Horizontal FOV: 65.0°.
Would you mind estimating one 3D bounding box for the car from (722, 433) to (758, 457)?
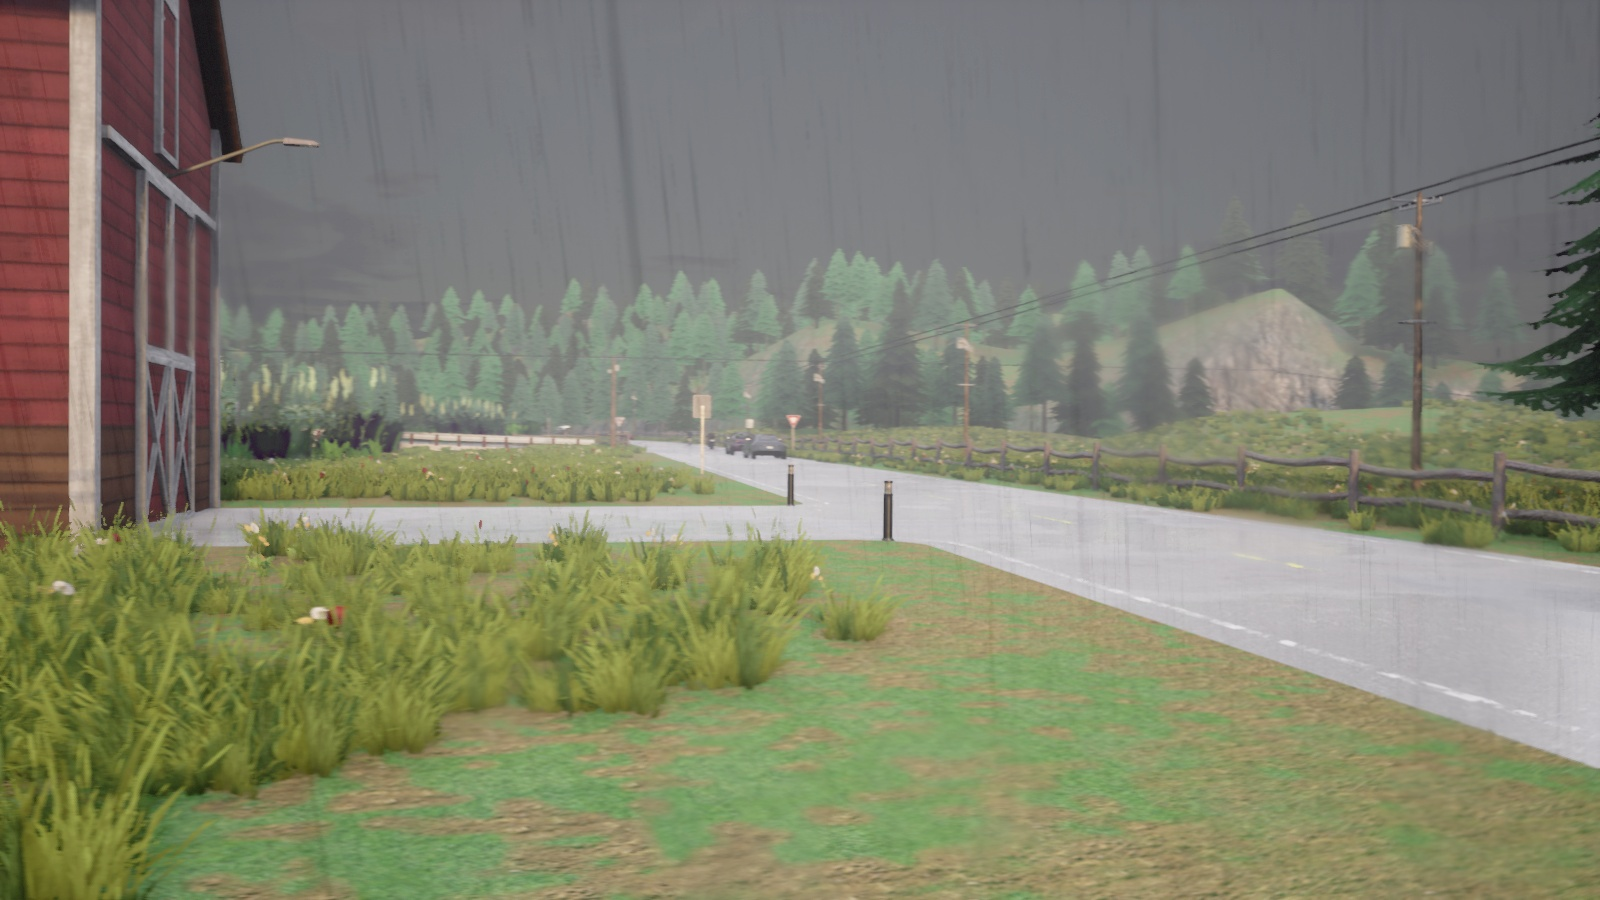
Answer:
[{"bbox_3d":[-3.829,-0.345,79.497,1.816,1.474,4.193,-1,1,-10],"label":"car"}]

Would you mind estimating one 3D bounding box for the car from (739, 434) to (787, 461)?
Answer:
[{"bbox_3d":[-2.081,-0.162,69.395,1.994,1.385,4.181,-1,1,-10],"label":"car"}]
